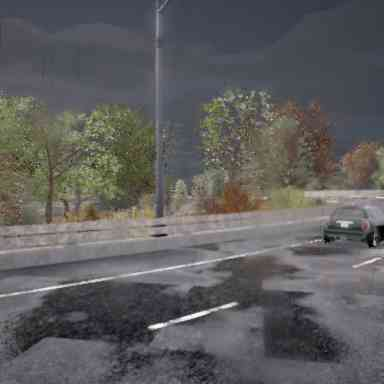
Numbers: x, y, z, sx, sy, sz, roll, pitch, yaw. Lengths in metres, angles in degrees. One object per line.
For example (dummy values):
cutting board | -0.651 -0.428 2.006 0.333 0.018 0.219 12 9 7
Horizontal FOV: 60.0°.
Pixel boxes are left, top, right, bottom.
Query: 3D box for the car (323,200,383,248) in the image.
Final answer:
car | 7.952 1.419 15.409 4.553 1.767 2.097 0 0 -43
